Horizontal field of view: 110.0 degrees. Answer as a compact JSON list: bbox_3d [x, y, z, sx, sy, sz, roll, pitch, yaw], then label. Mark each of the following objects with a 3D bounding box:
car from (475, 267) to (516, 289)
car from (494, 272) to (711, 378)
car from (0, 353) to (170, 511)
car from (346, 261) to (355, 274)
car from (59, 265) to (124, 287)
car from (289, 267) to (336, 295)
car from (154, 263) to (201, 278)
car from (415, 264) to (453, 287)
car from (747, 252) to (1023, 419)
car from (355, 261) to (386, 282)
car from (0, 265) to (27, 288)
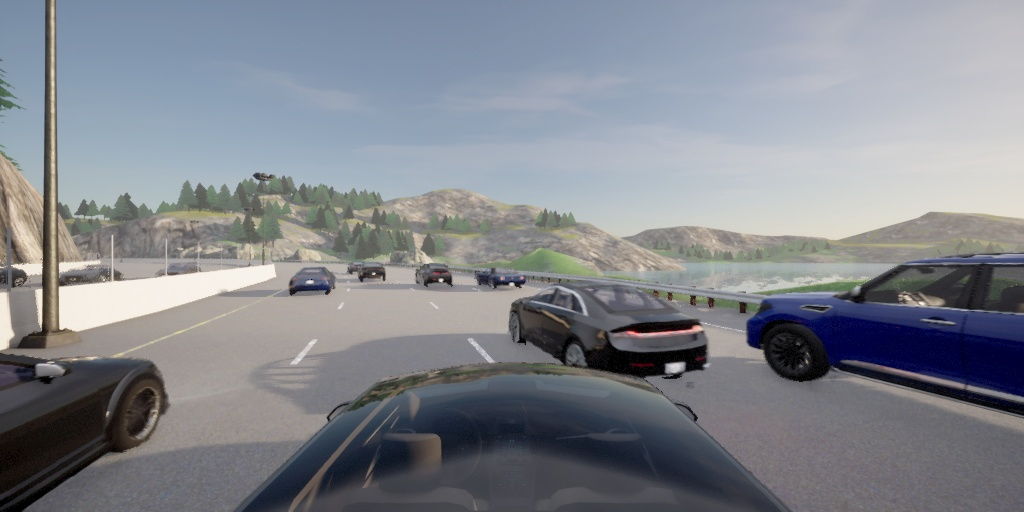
[{"bbox_3d":[-0.884,1.350,22.978,1.895,1.301,4.718,0,0,-23],"label":"car"},{"bbox_3d":[1.384,1.242,6.989,2.128,1.511,4.902,0,0,-18],"label":"car"},{"bbox_3d":[-4.462,1.314,2.298,1.994,1.385,4.181,0,0,-17],"label":"car"},{"bbox_3d":[-17.530,1.276,40.673,1.812,1.442,4.674,0,0,-30],"label":"car"},{"bbox_3d":[-28.920,1.314,24.645,1.994,1.385,4.181,0,0,-27],"label":"car"},{"bbox_3d":[-11.114,1.314,20.142,1.994,1.385,4.181,0,0,-23],"label":"car"},{"bbox_3d":[-27.720,1.297,29.943,2.033,1.411,5.357,0,0,-29],"label":"car"},{"bbox_3d":[-5.422,1.255,24.595,1.837,1.490,4.892,0,0,-24],"label":"car"},{"bbox_3d":[5.937,0.970,4.346,2.150,2.045,5.566,0,0,-17],"label":"car"},{"bbox_3d":[-11.676,1.228,29.691,1.882,1.535,5.008,0,0,-26],"label":"car"},{"bbox_3d":[-30.816,1.241,20.641,2.128,1.511,4.902,0,0,-27],"label":"car"}]
